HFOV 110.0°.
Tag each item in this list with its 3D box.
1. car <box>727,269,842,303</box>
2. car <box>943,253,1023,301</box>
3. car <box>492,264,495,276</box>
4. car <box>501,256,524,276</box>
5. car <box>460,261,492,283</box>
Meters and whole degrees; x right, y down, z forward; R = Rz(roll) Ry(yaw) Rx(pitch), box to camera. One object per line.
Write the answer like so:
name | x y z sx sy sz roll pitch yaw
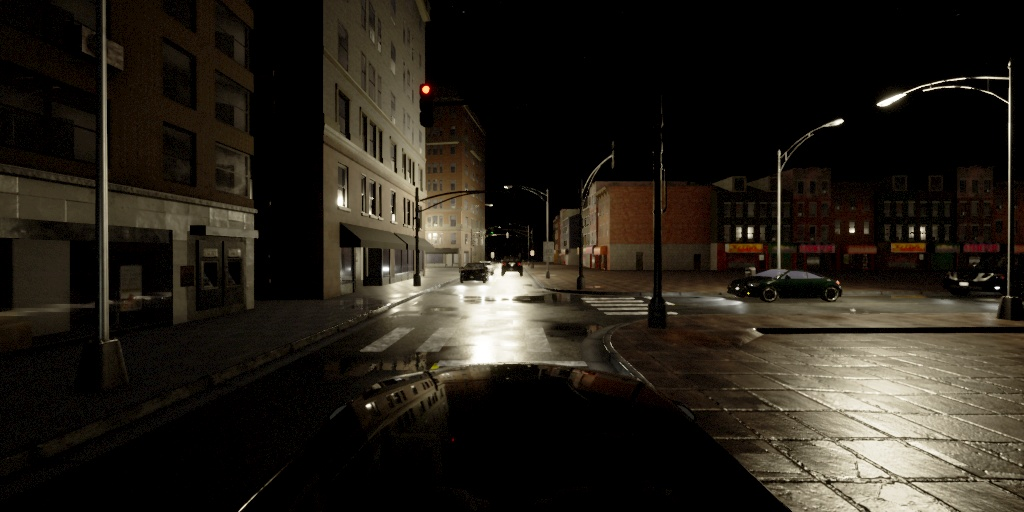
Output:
car | 12.039 1.261 15.999 4.181 1.385 1.994 0 0 0
car | 22.985 0.875 16.060 5.566 2.045 2.150 -1 0 0
car | -2.859 1.281 38.061 1.812 1.442 4.674 0 0 0
car | 0.034 0.978 37.648 2.150 2.045 5.566 0 0 1
car | -2.838 1.230 27.688 1.882 1.535 5.008 0 0 0
